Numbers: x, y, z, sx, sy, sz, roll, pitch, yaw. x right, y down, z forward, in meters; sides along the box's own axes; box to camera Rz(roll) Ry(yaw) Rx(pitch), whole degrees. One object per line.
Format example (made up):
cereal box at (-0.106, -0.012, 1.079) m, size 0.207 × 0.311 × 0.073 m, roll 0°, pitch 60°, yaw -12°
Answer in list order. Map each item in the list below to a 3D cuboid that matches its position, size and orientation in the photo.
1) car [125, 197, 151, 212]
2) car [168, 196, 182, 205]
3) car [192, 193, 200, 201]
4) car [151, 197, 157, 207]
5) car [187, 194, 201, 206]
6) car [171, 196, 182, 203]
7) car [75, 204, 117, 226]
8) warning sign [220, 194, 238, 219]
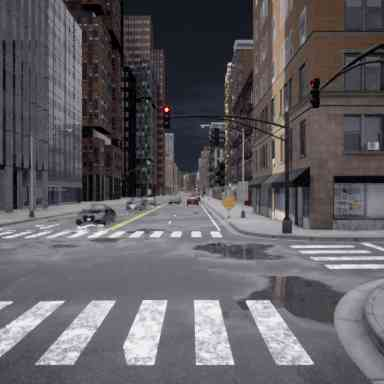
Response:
car at (-6.596, 1.499, 39.422) m, size 2.128 × 1.511 × 4.902 m, roll 0°, pitch 0°, yaw 0°
car at (-3.151, 1.618, 59.379) m, size 1.895 × 1.301 × 4.718 m, roll 0°, pitch 0°, yaw 0°
car at (0.975, 1.267, 85.682) m, size 2.150 × 2.045 × 5.566 m, roll 0°, pitch 0°, yaw 0°
car at (-6.567, 1.539, 51.802) m, size 1.812 × 1.442 × 4.674 m, roll 0°, pitch 0°, yaw 1°
car at (0.100, 1.492, 54.838) m, size 1.882 × 1.535 × 5.008 m, roll 0°, pitch 0°, yaw 0°
car at (-3.154, 1.572, 69.638) m, size 2.033 × 1.411 × 5.357 m, roll 0°, pitch 0°, yaw 0°
car at (-6.600, 1.566, 23.257) m, size 1.994 × 1.385 × 4.181 m, roll 0°, pitch 0°, yaw 0°
warning sign at (2.853, 1.118, 25.648) m, size 1.300 × 1.860 × 1.060 m, roll 0°, pitch 0°, yaw 0°
